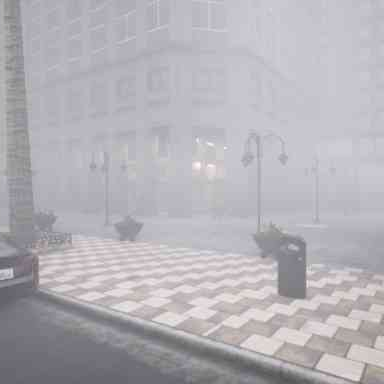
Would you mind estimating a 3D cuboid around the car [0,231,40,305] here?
[{"bbox_3d":[-5.267,1.513,7.213,4.786,1.482,2.161,0,0,35],"label":"car"}]
